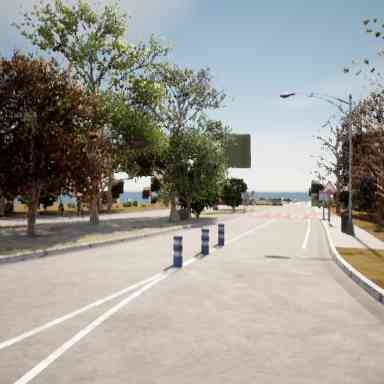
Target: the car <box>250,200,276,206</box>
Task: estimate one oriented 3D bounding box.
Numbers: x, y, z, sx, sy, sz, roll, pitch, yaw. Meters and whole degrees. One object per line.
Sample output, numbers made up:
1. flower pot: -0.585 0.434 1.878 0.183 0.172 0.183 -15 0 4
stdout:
1. car: 19.845 3.260 93.064 5.366 1.575 1.946 0 -3 19
